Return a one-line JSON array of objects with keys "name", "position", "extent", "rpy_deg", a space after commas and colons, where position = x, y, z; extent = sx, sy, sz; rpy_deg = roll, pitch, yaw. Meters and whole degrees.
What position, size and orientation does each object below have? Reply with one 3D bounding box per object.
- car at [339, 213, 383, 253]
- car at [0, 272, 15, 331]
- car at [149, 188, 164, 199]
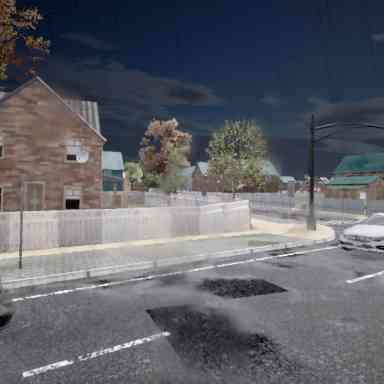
[{"name": "car", "position": [7.656, 1.539, 12.890], "extent": [4.674, 1.442, 1.812], "rpy_deg": [0, 0, -35]}, {"name": "car", "position": [-5.138, 1.546, 3.878], "extent": [5.357, 1.411, 2.033], "rpy_deg": [0, 0, -36]}, {"name": "car", "position": [-6.610, 0.335, 61.622], "extent": [2.150, 2.045, 5.566], "rpy_deg": [1, 1, -21]}]
